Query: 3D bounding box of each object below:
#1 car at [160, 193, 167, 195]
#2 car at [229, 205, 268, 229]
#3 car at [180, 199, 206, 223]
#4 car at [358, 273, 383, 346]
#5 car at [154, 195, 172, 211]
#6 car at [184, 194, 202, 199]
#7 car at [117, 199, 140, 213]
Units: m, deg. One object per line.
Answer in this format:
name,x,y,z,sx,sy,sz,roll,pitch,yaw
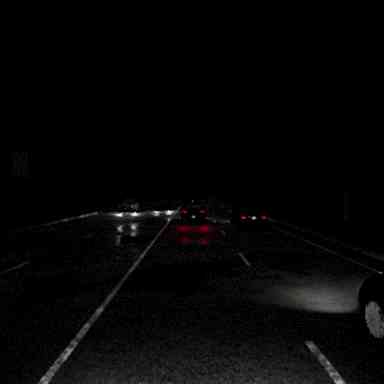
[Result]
car,-6.865,0.990,79.057,2.097,1.767,4.553,0,0,1
car,3.598,1.553,21.844,2.033,1.411,5.357,0,0,0
car,0.097,1.532,25.337,1.812,1.442,4.674,0,0,0
car,3.600,1.506,3.442,1.837,1.490,4.892,0,0,0
car,-3.590,1.489,41.621,1.882,1.535,5.008,0,0,0
car,0.101,1.233,43.019,2.150,2.045,5.566,0,0,0
car,-7.086,1.536,37.486,1.812,1.442,4.674,0,0,0
